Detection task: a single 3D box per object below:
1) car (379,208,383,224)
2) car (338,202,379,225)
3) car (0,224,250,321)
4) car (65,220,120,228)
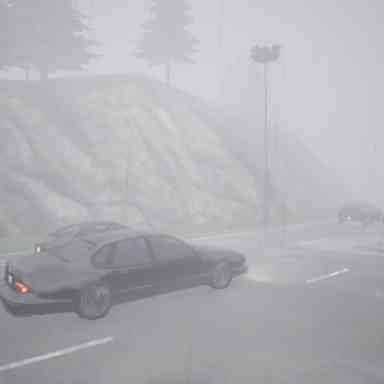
[{"bbox_3d":[13.066,1.575,19.832,1.895,1.301,4.718,0,0,45],"label":"car"},{"bbox_3d":[12.167,1.485,23.964,1.837,1.490,4.892,0,0,44],"label":"car"},{"bbox_3d":[-1.161,1.559,7.332,5.357,1.411,2.033,0,0,-37],"label":"car"},{"bbox_3d":[-2.716,1.583,10.590,4.181,1.385,1.994,0,0,-37],"label":"car"}]
